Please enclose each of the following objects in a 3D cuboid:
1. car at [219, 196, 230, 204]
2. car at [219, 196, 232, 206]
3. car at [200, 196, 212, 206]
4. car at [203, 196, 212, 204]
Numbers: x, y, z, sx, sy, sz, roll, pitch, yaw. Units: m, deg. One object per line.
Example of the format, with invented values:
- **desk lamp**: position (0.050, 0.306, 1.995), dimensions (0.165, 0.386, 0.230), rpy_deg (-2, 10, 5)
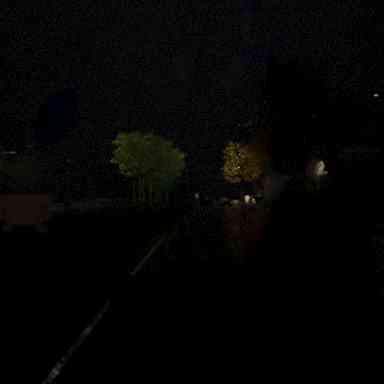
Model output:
- **car**: position (6.692, 1.618, 69.207), dimensions (2.033, 1.411, 5.357), rpy_deg (0, 0, 4)
- **car**: position (6.080, 1.839, 59.253), dimensions (1.895, 1.301, 4.718), rpy_deg (0, 0, 4)
- **car**: position (2.583, 1.591, 59.408), dimensions (2.097, 1.767, 4.553), rpy_deg (0, 0, 4)
- **car**: position (3.199, 1.603, 69.423), dimensions (1.812, 1.442, 4.674), rpy_deg (0, 0, 4)
